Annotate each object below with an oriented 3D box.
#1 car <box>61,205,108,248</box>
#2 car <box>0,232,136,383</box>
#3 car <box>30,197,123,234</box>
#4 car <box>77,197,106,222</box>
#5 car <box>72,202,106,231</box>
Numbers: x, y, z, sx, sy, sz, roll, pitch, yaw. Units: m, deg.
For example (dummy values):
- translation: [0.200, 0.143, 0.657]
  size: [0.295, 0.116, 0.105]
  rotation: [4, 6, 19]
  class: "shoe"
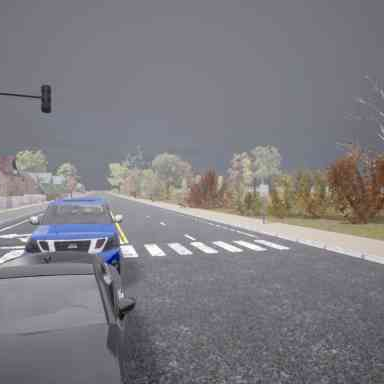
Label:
- translation: [-5.049, 1.498, 15.990]
  size: [1.837, 1.490, 4.892]
  rotation: [0, 0, -16]
  class: "car"
- translation: [-1.685, 1.524, 3.847]
  size: [1.812, 1.442, 4.674]
  rotation: [0, 0, -13]
  class: "car"
- translation: [-3.358, 1.218, 9.927]
  size: [2.150, 2.045, 5.566]
  rotation: [0, 0, -16]
  class: "car"
- translation: [-8.240, 1.337, 27.452]
  size: [2.097, 1.767, 4.553]
  rotation: [0, 0, -16]
  class: "car"
- translation: [-6.649, 1.468, 21.727]
  size: [1.882, 1.535, 5.008]
  rotation: [0, 0, -16]
  class: "car"
